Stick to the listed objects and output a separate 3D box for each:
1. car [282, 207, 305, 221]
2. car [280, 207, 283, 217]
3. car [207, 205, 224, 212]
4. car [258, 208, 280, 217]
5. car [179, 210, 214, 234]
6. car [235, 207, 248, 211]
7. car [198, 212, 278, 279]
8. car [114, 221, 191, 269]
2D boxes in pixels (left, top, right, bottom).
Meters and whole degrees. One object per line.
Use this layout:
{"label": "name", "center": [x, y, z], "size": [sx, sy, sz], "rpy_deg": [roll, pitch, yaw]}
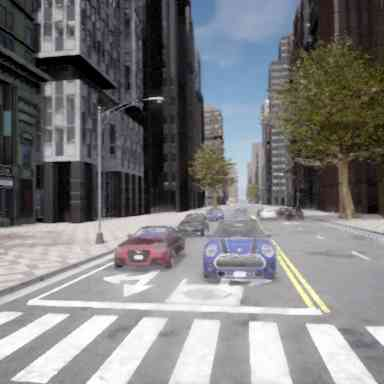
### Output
{"label": "car", "center": [12.920, 2.781, 41.857], "size": [1.837, 1.490, 4.892], "rpy_deg": [-1, -2, 9]}
{"label": "car", "center": [14.432, 3.132, 51.989], "size": [1.812, 1.442, 4.674], "rpy_deg": [-1, -2, 9]}
{"label": "car", "center": [2.992, 2.761, 41.955], "size": [2.097, 1.767, 4.553], "rpy_deg": [-1, -2, 9]}
{"label": "car", "center": [9.719, 2.859, 42.309], "size": [1.812, 1.442, 4.674], "rpy_deg": [-1, -2, 9]}
{"label": "car", "center": [0.234, 2.335, 24.094], "size": [1.837, 1.490, 4.892], "rpy_deg": [-1, -2, 9]}
{"label": "car", "center": [6.098, 2.679, 40.794], "size": [2.097, 1.767, 4.553], "rpy_deg": [-1, -2, 9]}
{"label": "car", "center": [1.602, 1.726, 11.314], "size": [2.097, 1.767, 4.553], "rpy_deg": [-1, -2, 8]}
{"label": "car", "center": [-1.457, 2.035, 12.954], "size": [1.994, 1.385, 4.181], "rpy_deg": [-1, -2, 9]}
